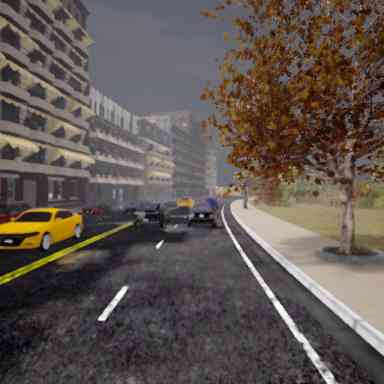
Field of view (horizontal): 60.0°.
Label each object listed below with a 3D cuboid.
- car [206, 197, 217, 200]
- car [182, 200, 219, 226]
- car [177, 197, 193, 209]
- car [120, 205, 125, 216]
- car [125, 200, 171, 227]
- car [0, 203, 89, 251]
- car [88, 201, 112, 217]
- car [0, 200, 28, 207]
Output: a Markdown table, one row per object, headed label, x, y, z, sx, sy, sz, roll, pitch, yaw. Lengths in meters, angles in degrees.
| label | x | y | z | sx | sy | sz | roll | pitch | yaw |
| --- | --- | --- | --- | --- | --- | --- | --- | --- | --- |
| car | 2.573 | 1.453 | 44.232 | 1.812 | 1.442 | 4.674 | 0 | 0 | 6 |
| car | 0.749 | 1.490 | 22.861 | 2.033 | 1.411 | 5.357 | 0 | 0 | 4 |
| car | -0.739 | 1.398 | 43.779 | 1.882 | 1.535 | 5.008 | 0 | 0 | 6 |
| car | -5.244 | 1.471 | 31.776 | 2.033 | 1.411 | 5.357 | 0 | 0 | 5 |
| car | -2.562 | 1.431 | 22.022 | 2.128 | 1.511 | 4.902 | 0 | 0 | 4 |
| car | -6.240 | 1.426 | 13.988 | 1.882 | 1.535 | 5.008 | 0 | 0 | 2 |
| car | -8.650 | 1.484 | 29.936 | 1.994 | 1.385 | 4.181 | 0 | 0 | 5 |
| car | -9.401 | 1.290 | 16.210 | 2.097 | 1.767 | 4.553 | 0 | 0 | 2 |
